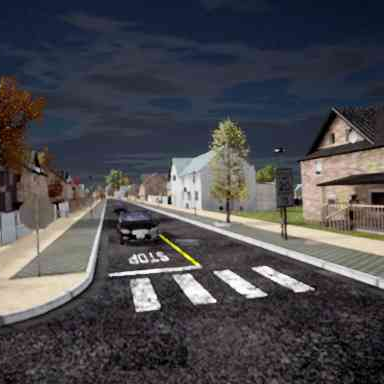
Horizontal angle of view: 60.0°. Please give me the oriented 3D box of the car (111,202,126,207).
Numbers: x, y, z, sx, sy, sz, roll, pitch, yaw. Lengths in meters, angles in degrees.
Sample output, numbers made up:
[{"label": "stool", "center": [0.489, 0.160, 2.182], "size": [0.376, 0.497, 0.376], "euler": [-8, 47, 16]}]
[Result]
[{"label": "car", "center": [-8.911, 1.881, 40.739], "size": [2.033, 1.411, 5.357], "euler": [-2, 0, -14]}]

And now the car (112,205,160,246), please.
[{"label": "car", "center": [-2.829, 1.674, 16.763], "size": [2.128, 1.511, 4.902], "euler": [-2, 0, -14]}]
